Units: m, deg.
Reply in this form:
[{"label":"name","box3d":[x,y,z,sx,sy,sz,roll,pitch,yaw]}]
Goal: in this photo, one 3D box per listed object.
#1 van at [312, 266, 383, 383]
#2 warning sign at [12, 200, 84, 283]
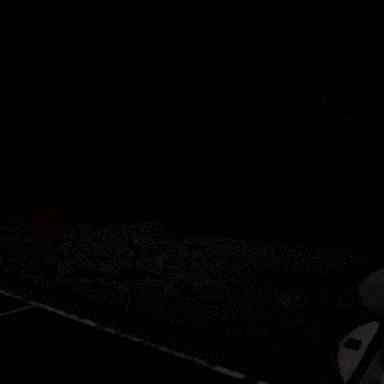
[{"label":"van","box3d":[2.465,1.338,1.208,3.998,1.788,1.690,0,0,36]},{"label":"warning sign","box3d":[-3.598,1.136,8.361,1.060,1.860,1.300,0,0,36]}]
